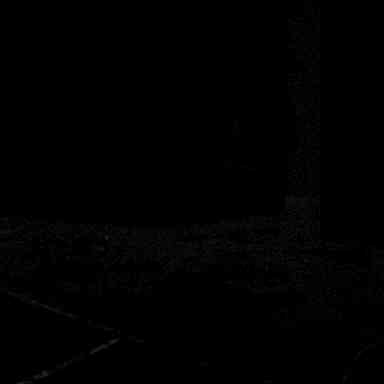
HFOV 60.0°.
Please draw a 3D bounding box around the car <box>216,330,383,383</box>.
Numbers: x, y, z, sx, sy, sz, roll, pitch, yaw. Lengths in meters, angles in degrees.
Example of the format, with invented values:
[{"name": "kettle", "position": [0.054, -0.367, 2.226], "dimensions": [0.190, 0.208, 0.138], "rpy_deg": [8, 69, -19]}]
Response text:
[{"name": "car", "position": [1.863, 1.440, 1.631], "dimensions": [4.097, 1.590, 1.967], "rpy_deg": [0, 0, 35]}]
